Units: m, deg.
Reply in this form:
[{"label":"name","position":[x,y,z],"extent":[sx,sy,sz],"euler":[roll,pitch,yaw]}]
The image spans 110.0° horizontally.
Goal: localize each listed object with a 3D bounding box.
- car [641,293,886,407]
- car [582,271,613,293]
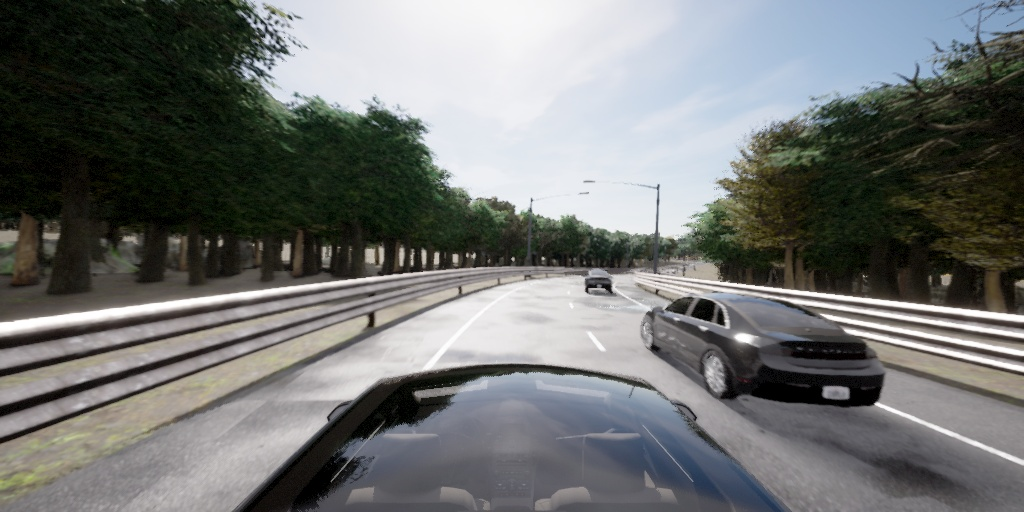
[{"label":"car","position":[3.994,1.438,6.769],"extent":[1.837,1.490,4.892],"euler":[2,-1,1]},{"label":"car","position":[6.175,1.797,25.940],"extent":[1.837,1.490,4.892],"euler":[2,-1,10]}]
